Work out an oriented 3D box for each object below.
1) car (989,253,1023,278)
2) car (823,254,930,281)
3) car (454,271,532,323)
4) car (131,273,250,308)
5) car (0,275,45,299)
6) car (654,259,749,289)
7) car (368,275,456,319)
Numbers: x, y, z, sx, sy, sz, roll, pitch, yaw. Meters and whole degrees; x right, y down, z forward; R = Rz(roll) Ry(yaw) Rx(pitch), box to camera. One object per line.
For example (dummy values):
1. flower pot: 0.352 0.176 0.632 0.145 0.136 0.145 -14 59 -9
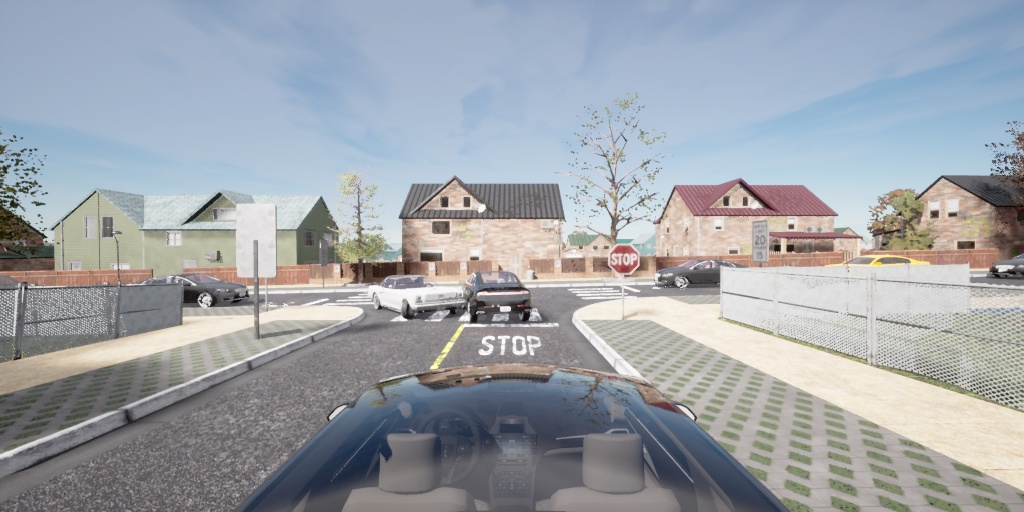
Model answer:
1. car: 29.385 0.478 19.673 4.902 1.511 2.128 -1 1 0
2. car: 19.761 0.690 19.637 5.008 1.535 1.882 -1 1 -1
3. car: -0.686 1.243 12.192 2.128 1.511 4.902 0 0 -12
4. car: -14.903 1.567 16.547 4.902 1.511 2.128 -1 1 0
5. car: -24.240 1.648 16.507 4.553 1.767 2.097 -1 1 0
6. car: 10.330 0.926 19.600 4.902 1.511 2.128 -1 1 0
7. car: -3.602 1.368 13.051 1.895 1.301 4.718 0 0 -38
